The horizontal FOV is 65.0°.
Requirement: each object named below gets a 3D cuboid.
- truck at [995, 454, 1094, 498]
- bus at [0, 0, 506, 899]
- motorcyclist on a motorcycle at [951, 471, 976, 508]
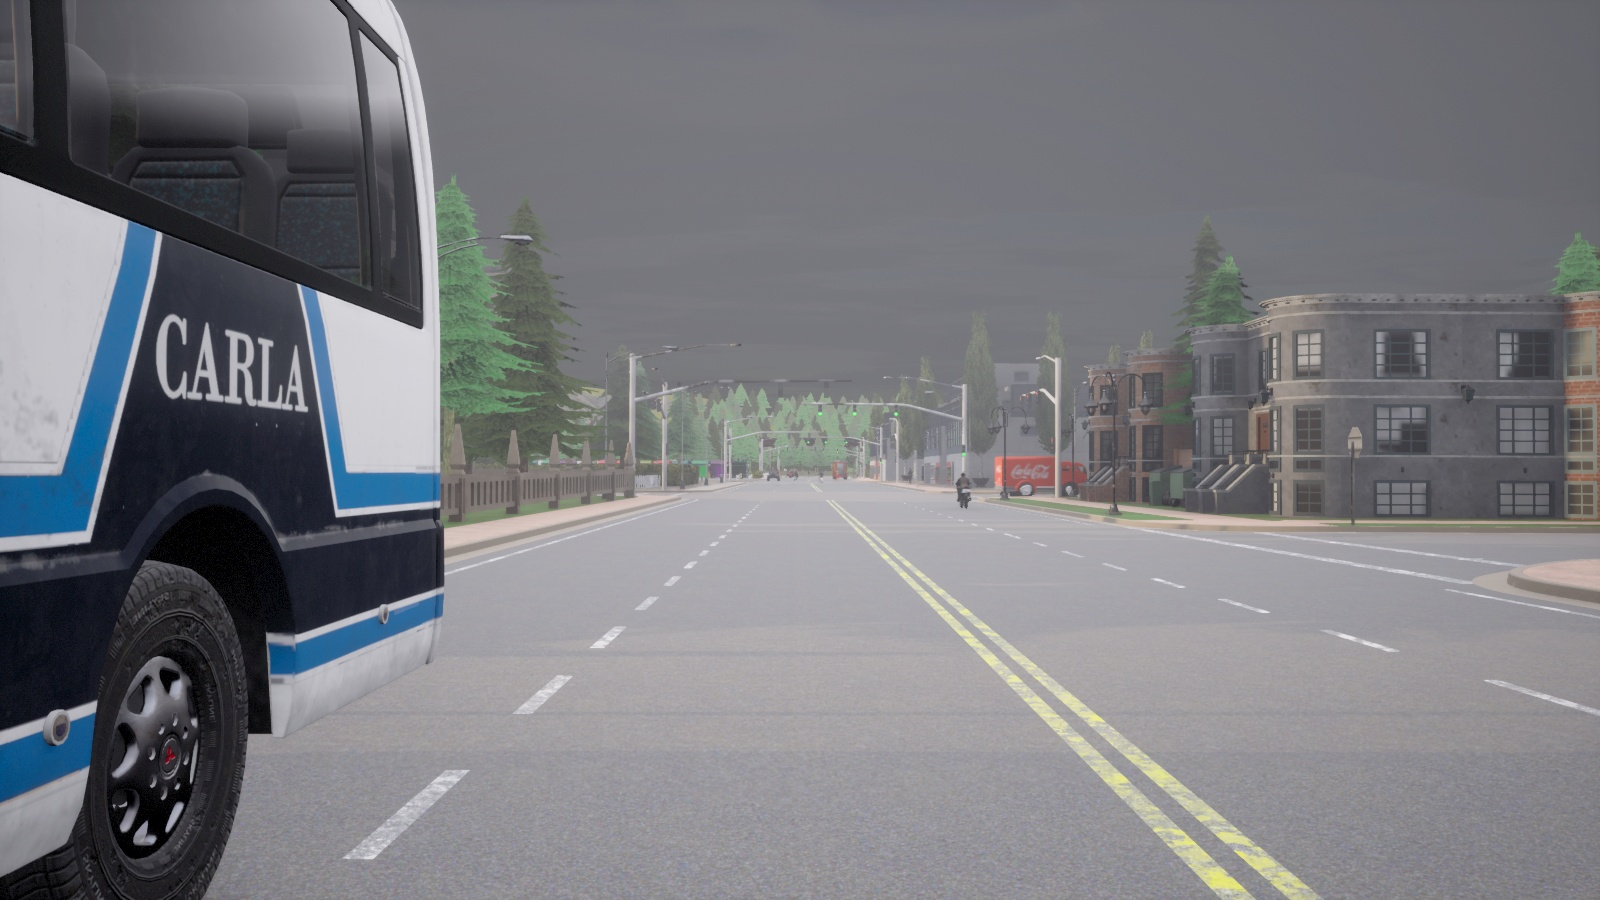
[{"bbox_3d":[14.170,1.494,73.024,5.204,2.467,2.627,0,-1,-3],"label":"truck"},{"bbox_3d":[-3.508,-0.523,1.472,3.944,4.253,10.273,0,-1,0],"label":"bus"},{"bbox_3d":[6.879,1.655,52.856,0.797,1.523,2.044,0,-1,0],"label":"motorcyclist on a motorcycle"}]
